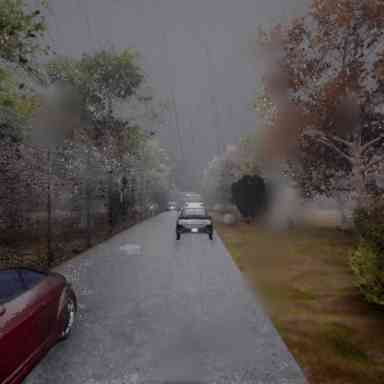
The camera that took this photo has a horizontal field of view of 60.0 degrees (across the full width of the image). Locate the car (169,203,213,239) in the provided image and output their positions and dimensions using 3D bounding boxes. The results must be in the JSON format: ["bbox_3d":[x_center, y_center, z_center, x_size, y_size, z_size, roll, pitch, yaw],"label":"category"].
[{"bbox_3d":[0.130,1.584,17.963,2.128,1.511,4.902,0,-1,0],"label":"car"}]

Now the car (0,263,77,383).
[{"bbox_3d":[-2.845,1.570,3.713,1.994,1.385,4.181,0,0,0],"label":"car"}]

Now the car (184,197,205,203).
[{"bbox_3d":[0.236,1.596,37.465,2.150,2.045,5.566,0,-1,0],"label":"car"}]

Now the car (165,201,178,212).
[{"bbox_3d":[-2.657,2.075,46.889,2.128,1.511,4.902,0,-2,1],"label":"car"}]
